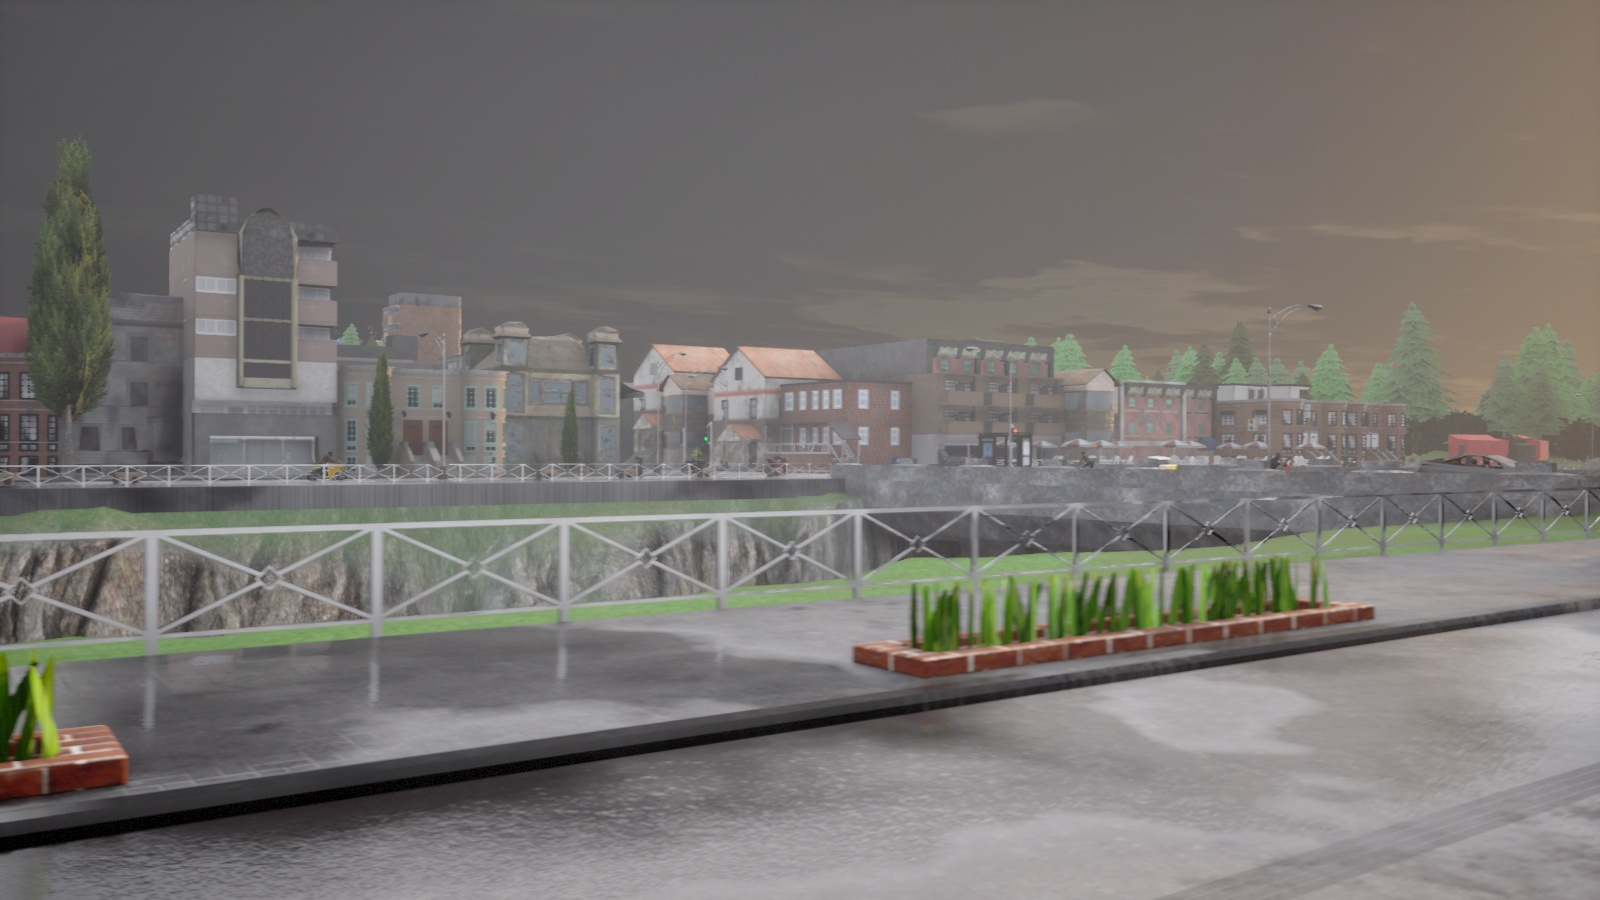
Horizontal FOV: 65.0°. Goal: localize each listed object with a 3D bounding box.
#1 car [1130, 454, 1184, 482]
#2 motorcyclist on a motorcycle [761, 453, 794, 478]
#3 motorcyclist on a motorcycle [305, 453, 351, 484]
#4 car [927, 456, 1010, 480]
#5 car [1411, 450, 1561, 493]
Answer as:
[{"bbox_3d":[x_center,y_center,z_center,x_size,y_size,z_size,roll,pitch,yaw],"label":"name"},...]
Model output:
[{"bbox_3d":[18.266,0.918,64.244,1.481,1.376,2.207,0,0,-35],"label":"car"},{"bbox_3d":[-1.400,0.978,79.511,0.866,1.530,2.191,-1,-1,39],"label":"motorcyclist on a motorcycle"},{"bbox_3d":[-23.666,0.931,62.991,2.044,1.523,0.797,0,0,-35],"label":"motorcyclist on a motorcycle"},{"bbox_3d":[9.364,0.997,70.086,1.895,1.301,4.718,0,0,-34],"label":"car"},{"bbox_3d":[25.529,0.753,46.889,2.007,1.525,4.514,0,0,-34],"label":"car"}]
